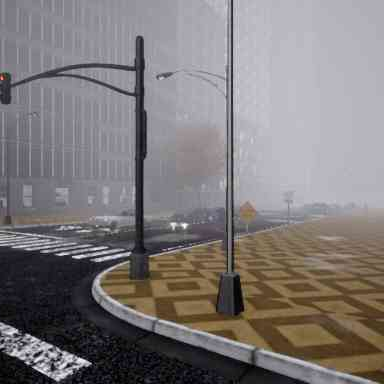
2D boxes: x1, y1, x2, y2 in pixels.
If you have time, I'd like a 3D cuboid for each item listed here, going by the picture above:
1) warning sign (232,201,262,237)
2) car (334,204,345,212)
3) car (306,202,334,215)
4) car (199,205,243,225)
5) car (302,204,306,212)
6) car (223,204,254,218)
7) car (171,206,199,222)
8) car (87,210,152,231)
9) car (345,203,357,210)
[{"bbox_3d":[3.092,1.454,18.559,1.300,1.860,1.060,1,1,33],"label":"warning sign"},{"bbox_3d":[23.749,2.641,55.874,2.033,1.411,5.357,0,-1,33],"label":"car"},{"bbox_3d":[18.295,2.268,47.375,2.097,1.767,4.553,0,-1,33],"label":"car"},{"bbox_3d":[2.784,2.015,29.203,1.812,1.442,4.674,0,-1,33],"label":"car"},{"bbox_3d":[19.852,2.577,55.812,1.812,1.442,4.674,0,-1,33],"label":"car"},{"bbox_3d":[5.640,2.240,40.029,1.994,1.385,4.181,0,-1,33],"label":"car"},{"bbox_3d":[0.272,2.046,31.686,2.033,1.411,5.357,0,-1,33],"label":"car"},{"bbox_3d":[-4.993,1.925,23.491,1.895,1.301,4.718,0,-1,33],"label":"car"},{"bbox_3d":[31.350,2.837,65.789,1.812,1.442,4.674,0,-1,33],"label":"car"}]
